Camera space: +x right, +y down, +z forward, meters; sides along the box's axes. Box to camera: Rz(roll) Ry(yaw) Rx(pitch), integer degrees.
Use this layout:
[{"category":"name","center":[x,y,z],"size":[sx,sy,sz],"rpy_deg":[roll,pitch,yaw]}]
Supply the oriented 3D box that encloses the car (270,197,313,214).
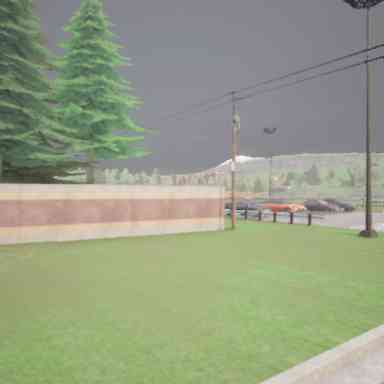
[{"category":"car","center":[8.537,1.390,31.447],"size":[2.097,1.767,4.553],"rpy_deg":[0,0,-36]}]

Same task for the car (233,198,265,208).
[{"category":"car","center":[8.417,1.650,49.530],"size":[1.895,1.301,4.718],"rpy_deg":[0,0,-36]}]

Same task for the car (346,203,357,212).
[{"category":"car","center":[16.467,1.552,38.403],"size":[1.837,1.490,4.892],"rpy_deg":[0,1,-36]}]

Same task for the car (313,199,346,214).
[{"category":"car","center":[13.743,1.571,36.195],"size":[1.812,1.442,4.674],"rpy_deg":[0,0,-36]}]

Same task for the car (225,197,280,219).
[{"category":"car","center":[5.099,1.520,30.226],"size":[2.128,1.511,4.902],"rpy_deg":[0,0,-36]}]
